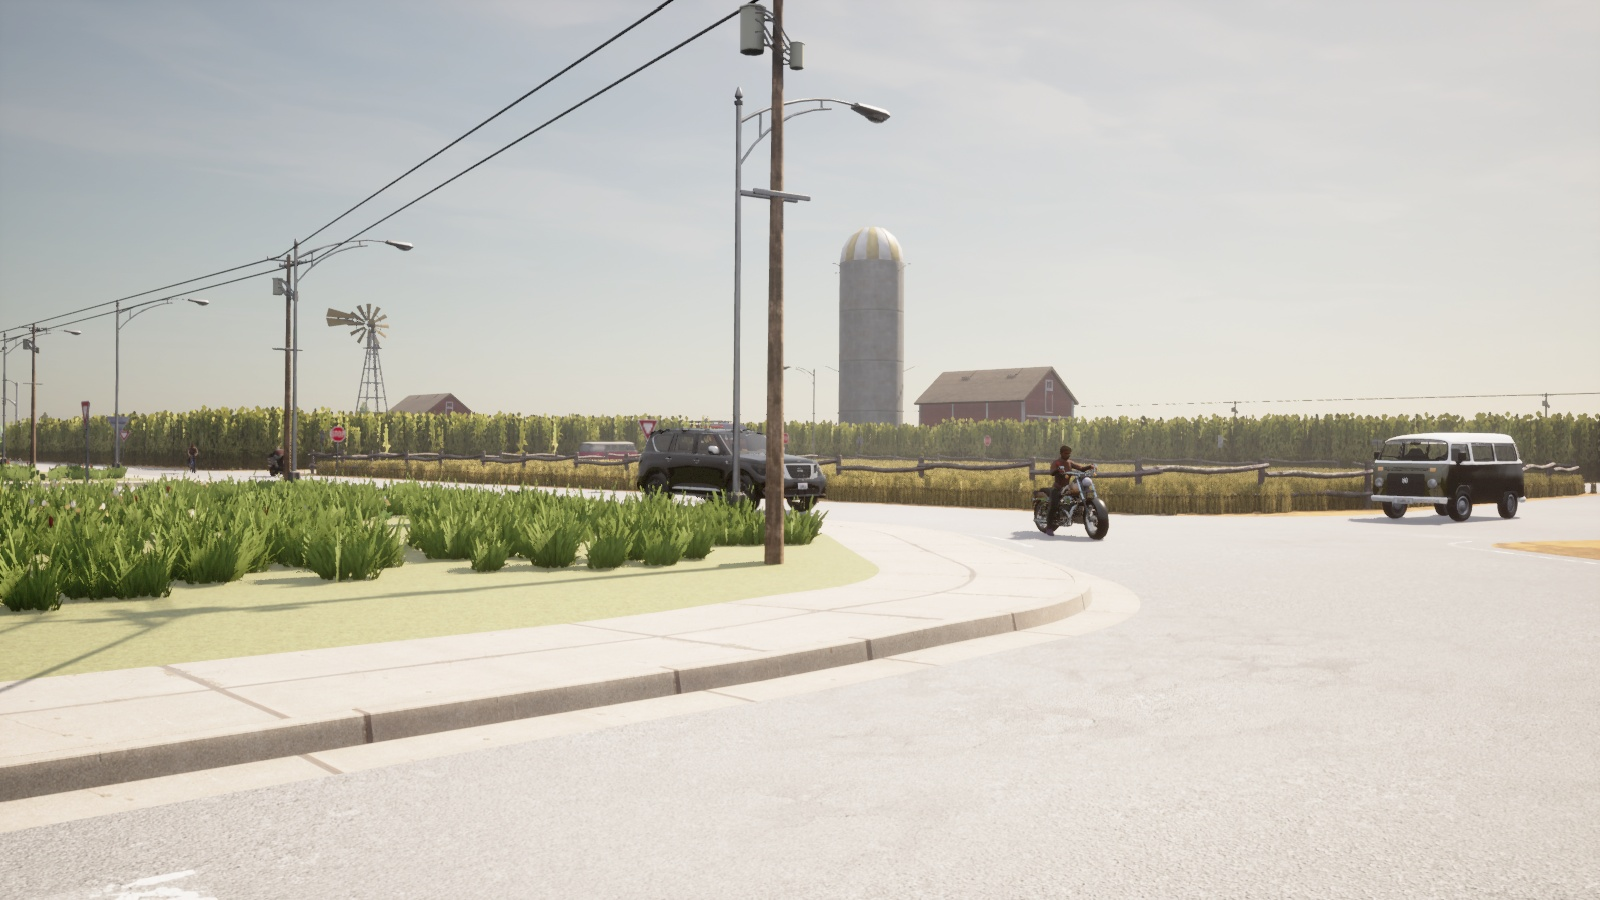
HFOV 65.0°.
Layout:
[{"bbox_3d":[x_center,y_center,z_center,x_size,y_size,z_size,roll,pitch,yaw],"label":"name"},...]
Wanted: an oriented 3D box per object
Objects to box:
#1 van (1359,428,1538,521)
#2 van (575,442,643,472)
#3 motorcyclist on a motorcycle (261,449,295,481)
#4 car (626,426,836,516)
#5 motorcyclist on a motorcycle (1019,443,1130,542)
[{"bbox_3d":[15.352,0.536,29.645,4.480,2.038,2.069,0,0,-38],"label":"van"},{"bbox_3d":[-13.225,0.474,87.258,4.442,1.987,1.775,0,0,-43],"label":"van"},{"bbox_3d":[-25.815,0.725,62.111,0.866,1.530,2.191,0,0,-43],"label":"motorcyclist on a motorcycle"},{"bbox_3d":[-1.832,0.475,31.243,2.150,2.045,5.566,0,0,-43],"label":"car"},{"bbox_3d":[4.776,0.704,22.069,0.766,1.649,2.350,0,0,-20],"label":"motorcyclist on a motorcycle"}]
